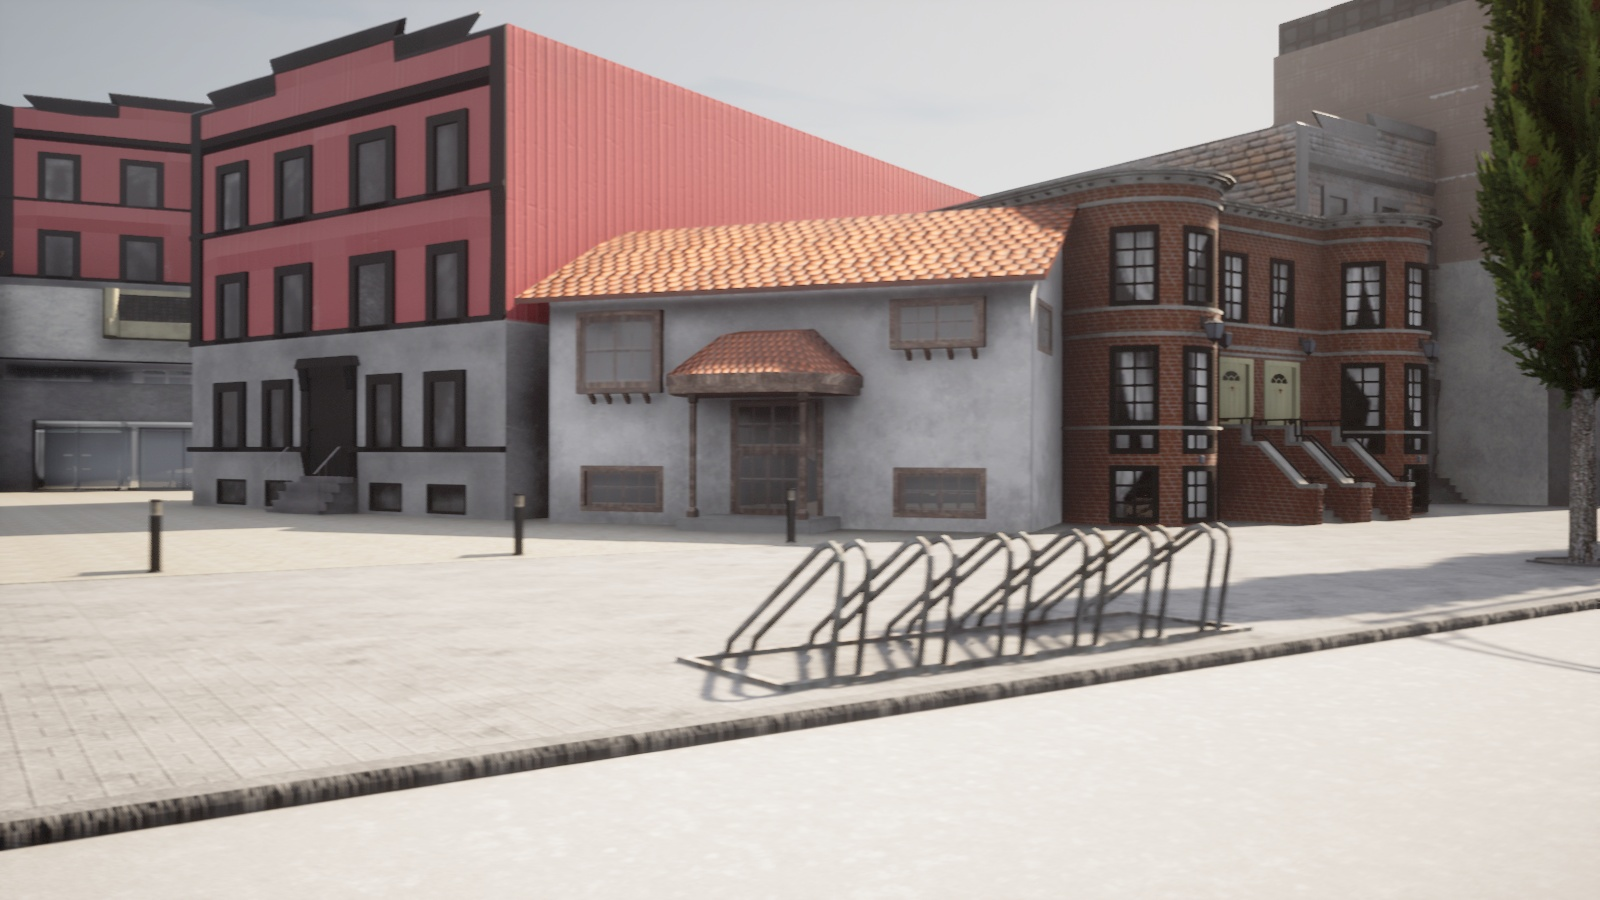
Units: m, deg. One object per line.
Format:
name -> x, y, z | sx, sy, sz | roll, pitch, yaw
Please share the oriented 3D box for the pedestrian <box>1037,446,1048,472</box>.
pedestrian -> 17.453, 0.639, 90.368 | 0.431, 1.840, 0.703 | 0, 0, -36
